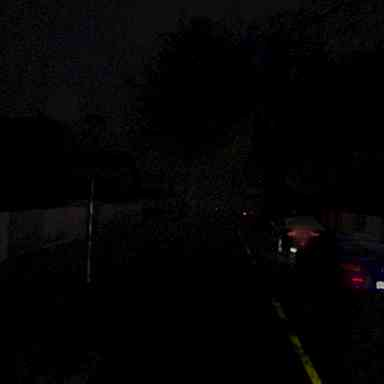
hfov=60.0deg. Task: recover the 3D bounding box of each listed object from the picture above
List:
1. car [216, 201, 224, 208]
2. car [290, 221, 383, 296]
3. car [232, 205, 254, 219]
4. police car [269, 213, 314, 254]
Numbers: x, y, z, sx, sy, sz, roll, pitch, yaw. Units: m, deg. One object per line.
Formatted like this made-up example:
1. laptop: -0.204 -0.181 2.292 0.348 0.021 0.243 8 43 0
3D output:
1. car: 7.077 3.065 83.860 2.097 1.767 4.553 2 -1 5
2. car: 4.232 1.827 9.259 1.812 1.442 4.674 2 -1 5
3. car: 5.931 2.357 38.097 1.994 1.385 4.181 2 -1 6
4. police car: 4.761 1.828 15.349 1.930 1.638 5.238 2 -1 5
